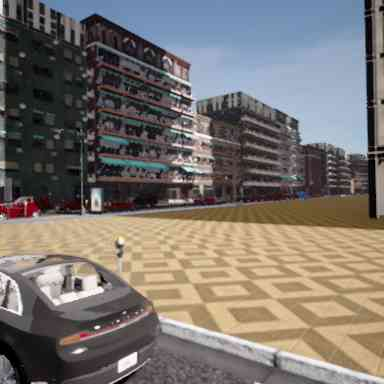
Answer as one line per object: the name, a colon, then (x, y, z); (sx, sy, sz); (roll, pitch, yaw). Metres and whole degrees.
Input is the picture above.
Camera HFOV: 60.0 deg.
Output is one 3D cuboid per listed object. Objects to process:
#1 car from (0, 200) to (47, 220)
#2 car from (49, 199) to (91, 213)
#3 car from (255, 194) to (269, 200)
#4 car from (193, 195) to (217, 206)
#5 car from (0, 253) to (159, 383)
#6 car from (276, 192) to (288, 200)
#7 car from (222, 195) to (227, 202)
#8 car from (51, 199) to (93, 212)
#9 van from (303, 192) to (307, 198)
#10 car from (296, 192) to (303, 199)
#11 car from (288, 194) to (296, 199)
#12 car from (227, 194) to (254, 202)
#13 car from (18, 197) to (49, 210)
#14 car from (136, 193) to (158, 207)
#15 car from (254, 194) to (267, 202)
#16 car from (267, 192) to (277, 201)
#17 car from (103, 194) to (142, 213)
car: (-14.230, 1.566, 26.536); (1.802, 1.307, 4.206); (-1, 0, 36)
car: (-13.261, 1.554, 37.767); (1.812, 1.442, 4.674); (-1, 0, 35)
car: (17.857, 1.239, 85.192); (1.947, 1.339, 4.313); (-1, 0, 36)
car: (1.965, 1.214, 48.929); (1.967, 1.590, 4.097); (-1, 0, 36)
car: (-2.459, 1.579, 4.798); (4.403, 1.369, 2.008); (0, -1, 35)
car: (18.162, 0.892, 71.323); (2.192, 1.841, 5.009); (-1, 0, 36)
car: (8.136, 1.228, 71.756); (1.967, 1.590, 4.097); (-1, 0, 36)
car: (-14.539, 1.615, 40.407); (1.887, 1.381, 4.507); (-1, 0, 36)
van: (27.881, 0.805, 84.759); (1.690, 1.788, 3.998); (-1, 0, 36)
car: (24.645, 1.083, 80.280); (1.802, 1.307, 4.206); (-1, 0, 36)
car: (21.405, 1.089, 75.800); (2.008, 1.369, 4.403); (-1, 0, 36)
car: (8.446, 1.245, 57.887); (2.008, 1.369, 4.403); (-1, 0, 36)
car: (-17.783, 1.428, 35.928); (2.192, 1.841, 5.009); (-1, 0, 36)
car: (-7.140, 1.170, 46.230); (2.150, 2.045, 5.566); (-1, 0, 36)
car: (11.686, 1.199, 62.365); (1.887, 1.381, 4.507); (-1, 0, 36)
car: (14.926, 1.197, 66.843); (1.802, 1.307, 4.206); (-1, 0, 36)
car: (-7.753, 1.338, 35.494); (1.967, 1.590, 4.097); (-1, 0, 36)
